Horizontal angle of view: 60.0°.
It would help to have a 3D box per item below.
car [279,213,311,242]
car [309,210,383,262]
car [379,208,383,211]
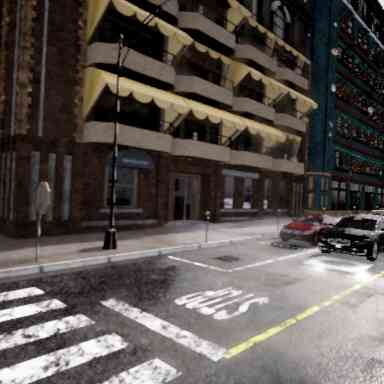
[{"bbox_3d":[5.839,1.703,15.958,1.802,1.307,4.206,4,1,45],"label":"car"},{"bbox_3d":[6.756,1.671,13.211,1.837,1.490,4.892,2,0,45],"label":"car"},{"bbox_3d":[13.490,1.867,23.737,1.752,1.417,4.829,4,1,45],"label":"car"}]
